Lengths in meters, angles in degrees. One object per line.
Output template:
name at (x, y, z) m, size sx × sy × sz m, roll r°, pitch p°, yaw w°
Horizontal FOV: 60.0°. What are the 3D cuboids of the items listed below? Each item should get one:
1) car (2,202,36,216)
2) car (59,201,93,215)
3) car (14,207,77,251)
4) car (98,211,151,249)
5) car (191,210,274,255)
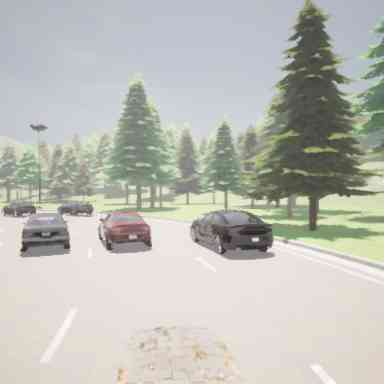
car at (-17.870, 1.766, 34.387) m, size 4.892 × 1.490 × 1.837 m, roll -1°, pitch -1°, yaw 40°
car at (-12.110, 1.671, 34.389) m, size 4.902 × 1.511 × 2.128 m, roll -1°, pitch 0°, yaw 42°
car at (-6.495, 1.643, 14.752) m, size 2.033 × 1.411 × 5.357 m, roll -1°, pitch 0°, yaw -24°
car at (-3.087, 1.573, 14.903) m, size 1.812 × 1.442 × 4.674 m, roll 0°, pitch 0°, yaw -21°
car at (1.407, 1.461, 13.527) m, size 1.882 × 1.535 × 5.008 m, roll 0°, pitch 0°, yaw -17°
